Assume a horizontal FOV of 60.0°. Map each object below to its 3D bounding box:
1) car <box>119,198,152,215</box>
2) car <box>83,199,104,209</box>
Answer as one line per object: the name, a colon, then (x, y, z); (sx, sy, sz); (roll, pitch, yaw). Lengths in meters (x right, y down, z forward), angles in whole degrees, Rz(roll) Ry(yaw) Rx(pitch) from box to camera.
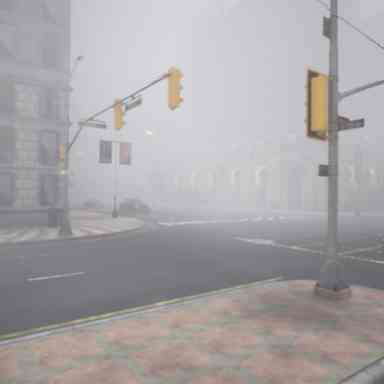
car: (-6.308, 1.519, 36.902); (2.097, 1.767, 4.553); (1, 0, -36)
car: (-14.380, 1.693, 48.408); (1.812, 1.442, 4.674); (1, 0, -35)
